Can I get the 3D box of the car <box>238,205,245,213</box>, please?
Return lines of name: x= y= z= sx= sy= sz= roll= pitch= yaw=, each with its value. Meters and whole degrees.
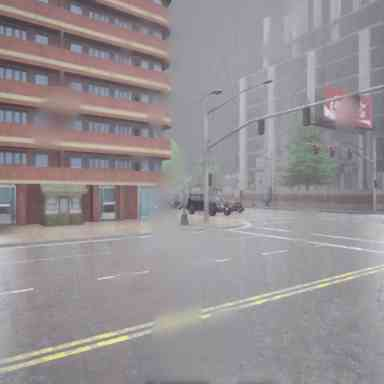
car: x=3.553 y=1.601 z=36.174 sx=1.895 sy=1.301 sz=4.718 roll=0 pitch=0 yaw=-35

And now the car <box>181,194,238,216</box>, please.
car: x=1.629 y=1.222 z=32.816 sx=2.150 sy=2.045 sz=5.566 roll=0 pitch=0 yaw=-35

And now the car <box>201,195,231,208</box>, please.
car: x=3.449 y=1.352 z=48.886 sx=2.097 sy=1.767 sz=4.553 roll=0 pitch=0 yaw=-35

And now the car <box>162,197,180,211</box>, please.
car: x=-3.900 y=1.352 z=40.724 sx=2.097 sy=1.767 sz=4.553 roll=0 pitch=0 yaw=-35
